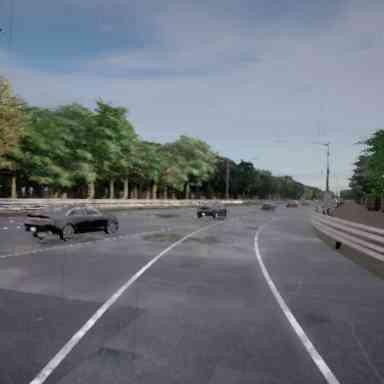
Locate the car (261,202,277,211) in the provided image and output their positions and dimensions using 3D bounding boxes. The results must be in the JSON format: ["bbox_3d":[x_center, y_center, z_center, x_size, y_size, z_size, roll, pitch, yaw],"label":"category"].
[{"bbox_3d":[12.996,2.397,55.835,1.837,1.490,4.892,2,-1,25],"label":"car"}]

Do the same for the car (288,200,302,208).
[{"bbox_3d":[24.633,2.889,80.900,2.097,1.767,4.553,2,-1,25],"label":"car"}]

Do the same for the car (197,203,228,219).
[{"bbox_3d":[2.057,1.800,32.259,1.837,1.490,4.892,2,-1,25],"label":"car"}]

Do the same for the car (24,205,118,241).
[{"bbox_3d":[-5.516,1.379,15.933,2.128,1.511,4.902,2,-1,25],"label":"car"}]
